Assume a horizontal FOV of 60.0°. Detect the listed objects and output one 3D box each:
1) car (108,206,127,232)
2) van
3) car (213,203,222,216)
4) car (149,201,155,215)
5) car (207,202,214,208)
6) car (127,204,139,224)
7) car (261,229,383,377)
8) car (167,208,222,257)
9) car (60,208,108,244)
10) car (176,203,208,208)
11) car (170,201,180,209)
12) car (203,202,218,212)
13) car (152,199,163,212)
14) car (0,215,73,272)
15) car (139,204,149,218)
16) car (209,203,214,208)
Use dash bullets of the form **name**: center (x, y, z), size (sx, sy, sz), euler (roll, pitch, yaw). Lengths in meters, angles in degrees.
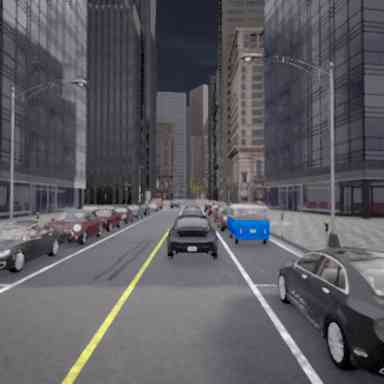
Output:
- **car**: center (-5.838, 1.789, 21.977), size (1.887, 1.381, 4.507), euler (1, -1, 0)
- **van**: center (2.686, 1.521, 16.511), size (1.690, 1.788, 3.998), euler (1, -1, 0)
- **car**: center (2.688, 1.685, 21.970), size (1.967, 1.590, 4.097), euler (1, -1, 0)
- **car**: center (-5.832, 2.024, 38.353), size (1.947, 1.339, 4.313), euler (1, -1, 0)
- **car**: center (2.693, 2.040, 38.345), size (1.802, 1.307, 4.206), euler (0, -1, 0)
- **car**: center (-5.836, 1.895, 27.435), size (1.802, 1.307, 4.206), euler (1, -1, 0)
- **car**: center (2.680, 1.610, 5.589), size (2.008, 1.369, 4.403), euler (1, -1, 0)
- **car**: center (0.028, 1.653, 13.505), size (1.837, 1.490, 4.892), euler (0, 0, 0)
- **car**: center (-5.839, 1.620, 16.519), size (1.967, 1.590, 4.097), euler (1, -1, 0)
- **car**: center (0.028, 1.862, 27.559), size (2.033, 1.411, 5.357), euler (0, -1, 0)
- **car**: center (-2.978, 2.336, 60.558), size (2.033, 1.411, 5.357), euler (0, -1, 0)
- **car**: center (2.697, 2.161, 49.264), size (1.887, 1.381, 4.507), euler (0, -1, 0)
- **car**: center (-5.827, 2.139, 49.100), size (1.752, 1.417, 4.829), euler (0, -1, 0)
- **car**: center (-5.842, 1.669, 11.059), size (2.008, 1.369, 4.403), euler (1, -1, 0)
- **car**: center (-5.834, 1.935, 32.895), size (2.008, 1.369, 4.403), euler (1, -1, 0)
- **car**: center (2.689, 1.857, 27.427), size (1.887, 1.381, 4.507), euler (1, -1, 0)
